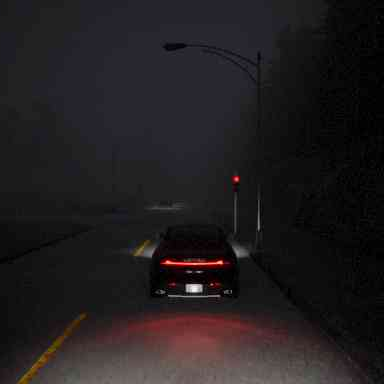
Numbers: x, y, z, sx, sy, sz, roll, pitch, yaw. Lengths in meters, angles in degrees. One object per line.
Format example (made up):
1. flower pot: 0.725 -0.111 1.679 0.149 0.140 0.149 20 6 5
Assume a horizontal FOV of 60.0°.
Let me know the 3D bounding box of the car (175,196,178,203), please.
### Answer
1. car: -4.066 1.477 60.553 1.882 1.535 5.008 0 0 0

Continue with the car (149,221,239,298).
1. car: 0.059 1.505 8.481 1.837 1.490 4.892 0 0 0

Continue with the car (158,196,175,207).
1. car: -4.090 1.477 51.207 1.882 1.535 5.008 0 0 0

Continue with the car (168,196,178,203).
1. car: -3.994 1.522 70.755 1.812 1.442 4.674 0 0 0
